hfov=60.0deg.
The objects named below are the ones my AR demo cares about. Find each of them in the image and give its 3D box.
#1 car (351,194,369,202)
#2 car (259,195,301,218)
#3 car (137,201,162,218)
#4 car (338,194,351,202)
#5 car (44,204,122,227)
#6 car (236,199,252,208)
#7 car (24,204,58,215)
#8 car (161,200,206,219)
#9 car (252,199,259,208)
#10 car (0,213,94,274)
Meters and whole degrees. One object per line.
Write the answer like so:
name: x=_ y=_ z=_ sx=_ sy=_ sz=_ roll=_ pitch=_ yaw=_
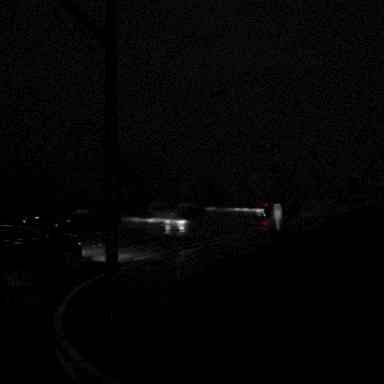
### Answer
car: x=40.111 y=1.456 z=79.446 sx=2.097 sy=1.767 sz=4.553 roll=0 pitch=0 yaw=36
car: x=8.587 y=1.297 z=31.322 sx=2.150 sy=2.045 sz=5.566 roll=0 pitch=0 yaw=32
car: x=-3.259 y=1.603 z=32.399 sx=1.882 sy=1.535 sz=5.008 roll=0 pitch=0 yaw=32
car: x=37.014 y=1.659 z=81.131 sx=2.033 sy=1.411 sz=5.357 roll=0 pitch=0 yaw=35
car: x=-6.430 y=1.625 z=20.801 sx=1.812 sy=1.442 sz=4.674 roll=0 pitch=0 yaw=32
car: x=8.352 y=1.741 z=50.646 sx=1.895 sy=1.301 sz=4.718 roll=0 pitch=0 yaw=33
car: x=-9.209 y=1.610 z=22.959 sx=2.128 sy=1.511 sz=4.902 roll=0 pitch=0 yaw=32
car: x=-0.425 y=1.632 z=30.330 sx=1.812 sy=1.442 sz=4.674 roll=0 pitch=0 yaw=32
car: x=11.090 y=1.614 z=48.437 sx=2.128 sy=1.511 sz=4.902 roll=0 pitch=0 yaw=33
car: x=-5.345 y=1.568 z=9.204 sx=1.837 sy=1.490 sz=4.892 roll=0 pitch=0 yaw=32
